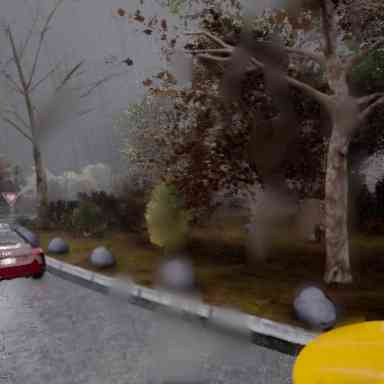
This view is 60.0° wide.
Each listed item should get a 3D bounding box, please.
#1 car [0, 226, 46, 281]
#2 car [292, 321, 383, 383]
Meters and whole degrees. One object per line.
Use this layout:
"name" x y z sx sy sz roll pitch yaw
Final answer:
"car" -5.836 1.687 9.523 1.994 1.385 4.181 0 -1 -44
"car" 3.055 1.475 1.706 5.008 1.535 1.882 -1 -1 34
